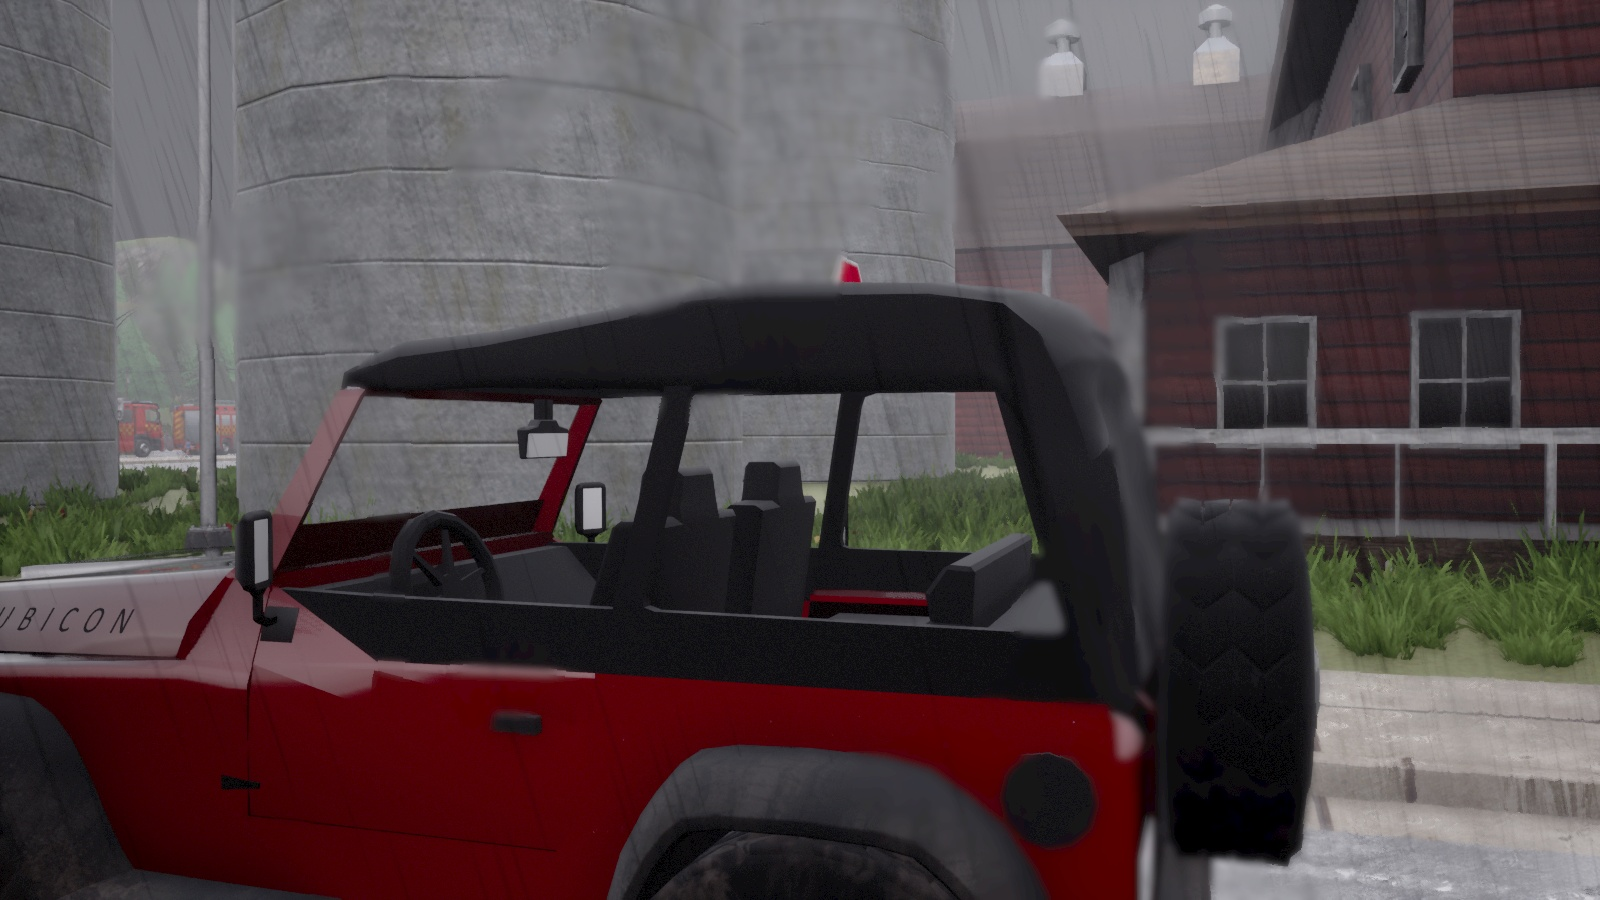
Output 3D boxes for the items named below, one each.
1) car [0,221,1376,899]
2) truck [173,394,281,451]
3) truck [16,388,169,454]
[{"bbox_3d":[-0.671,0.565,3.415,3.866,1.878,1.905,1,1,19],"label":"car"},{"bbox_3d":[-40.253,-1.908,88.614,2.891,3.827,8.468,0,1,7],"label":"truck"},{"bbox_3d":[-43.146,-1.732,76.966,2.891,3.827,8.468,1,1,18],"label":"truck"}]
